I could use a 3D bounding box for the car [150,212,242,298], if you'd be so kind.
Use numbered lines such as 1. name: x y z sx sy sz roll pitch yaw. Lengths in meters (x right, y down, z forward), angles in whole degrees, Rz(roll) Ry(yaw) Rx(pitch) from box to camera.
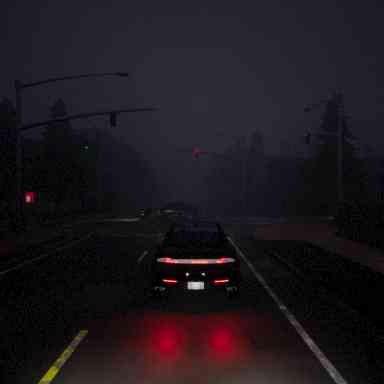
1. car: 0.091 1.492 8.487 2.128 1.511 4.902 0 0 1

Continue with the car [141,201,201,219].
1. car: -1.735 1.503 27.552 4.892 1.490 1.837 0 0 -4
